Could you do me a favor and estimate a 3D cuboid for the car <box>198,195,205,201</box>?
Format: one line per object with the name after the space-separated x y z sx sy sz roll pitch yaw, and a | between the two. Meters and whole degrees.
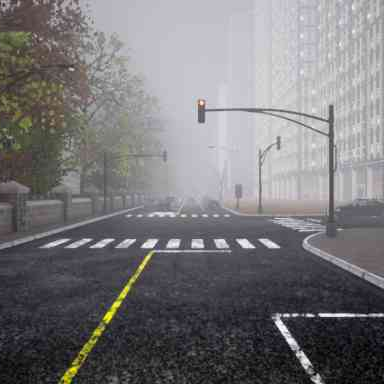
2.614 1.640 92.254 2.008 1.369 4.403 0 0 0 | car

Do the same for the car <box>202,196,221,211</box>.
2.656 1.586 41.563 1.947 1.339 4.313 0 0 0 | car

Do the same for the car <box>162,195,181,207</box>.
-3.135 1.380 48.783 2.097 1.767 4.553 0 0 0 | car

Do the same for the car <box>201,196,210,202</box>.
3.085 1.589 76.875 1.812 1.442 4.674 0 0 0 | car

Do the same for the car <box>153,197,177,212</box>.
-3.131 1.582 39.228 1.994 1.385 4.181 0 0 0 | car

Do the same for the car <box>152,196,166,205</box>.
-5.737 1.477 58.454 1.967 1.590 4.097 0 0 0 | car

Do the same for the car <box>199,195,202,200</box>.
3.055 1.405 69.845 2.097 1.767 4.553 0 0 0 | car

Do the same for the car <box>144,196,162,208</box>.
-5.729 1.607 47.188 1.802 1.307 4.206 0 0 0 | car

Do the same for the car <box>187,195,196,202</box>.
-0.066 1.481 78.847 2.033 1.411 5.357 0 0 0 | car

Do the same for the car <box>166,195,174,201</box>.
-5.762 1.624 86.615 1.887 1.381 4.507 0 0 0 | car

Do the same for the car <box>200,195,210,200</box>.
2.647 1.596 52.828 1.947 1.339 4.313 0 0 0 | car

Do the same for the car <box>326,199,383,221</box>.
12.518 1.266 24.711 4.902 1.511 2.128 -1 0 -2 | car

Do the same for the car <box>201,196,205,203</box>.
2.652 1.591 47.195 1.947 1.339 4.313 0 0 0 | car

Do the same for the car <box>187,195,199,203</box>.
-0.059 1.577 69.263 1.812 1.442 4.674 0 0 0 | car
